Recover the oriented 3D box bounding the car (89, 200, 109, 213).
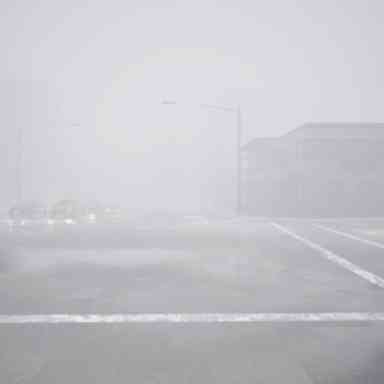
[{"bbox_3d":[-11.829,1.718,39.811,2.128,1.511,4.902,0,-1,-2],"label":"car"}]

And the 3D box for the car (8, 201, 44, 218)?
[{"bbox_3d":[-14.974,1.582,30.644,2.128,1.511,4.902,0,-1,-2],"label":"car"}]

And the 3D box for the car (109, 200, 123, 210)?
[{"bbox_3d":[-12.318,2.043,53.357,1.812,1.442,4.674,0,-1,-2],"label":"car"}]

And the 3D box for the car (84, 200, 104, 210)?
[{"bbox_3d":[-15.847,2.007,53.762,1.882,1.535,5.008,0,-1,-2],"label":"car"}]

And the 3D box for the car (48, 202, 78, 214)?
[{"bbox_3d":[-15.334,1.832,39.909,1.895,1.301,4.718,0,-1,-2],"label":"car"}]

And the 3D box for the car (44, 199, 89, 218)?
[{"bbox_3d":[-11.474,1.443,30.764,2.097,1.767,4.553,0,-1,-2],"label":"car"}]
